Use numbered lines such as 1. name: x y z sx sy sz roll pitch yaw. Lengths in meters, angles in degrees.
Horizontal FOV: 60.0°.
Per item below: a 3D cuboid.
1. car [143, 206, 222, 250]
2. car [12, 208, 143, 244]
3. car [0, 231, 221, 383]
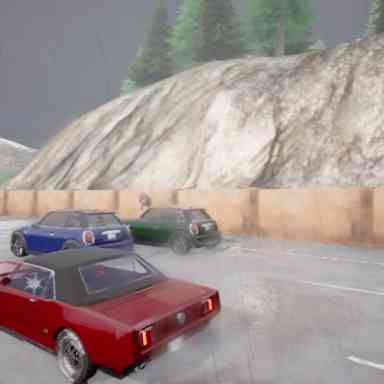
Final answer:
1. car: -1.155 1.355 13.417 4.553 1.767 2.097 0 0 36
2. car: -4.147 1.355 11.255 4.553 1.767 2.097 0 0 36
3. car: -1.998 1.602 5.406 4.718 1.301 1.895 0 0 36
